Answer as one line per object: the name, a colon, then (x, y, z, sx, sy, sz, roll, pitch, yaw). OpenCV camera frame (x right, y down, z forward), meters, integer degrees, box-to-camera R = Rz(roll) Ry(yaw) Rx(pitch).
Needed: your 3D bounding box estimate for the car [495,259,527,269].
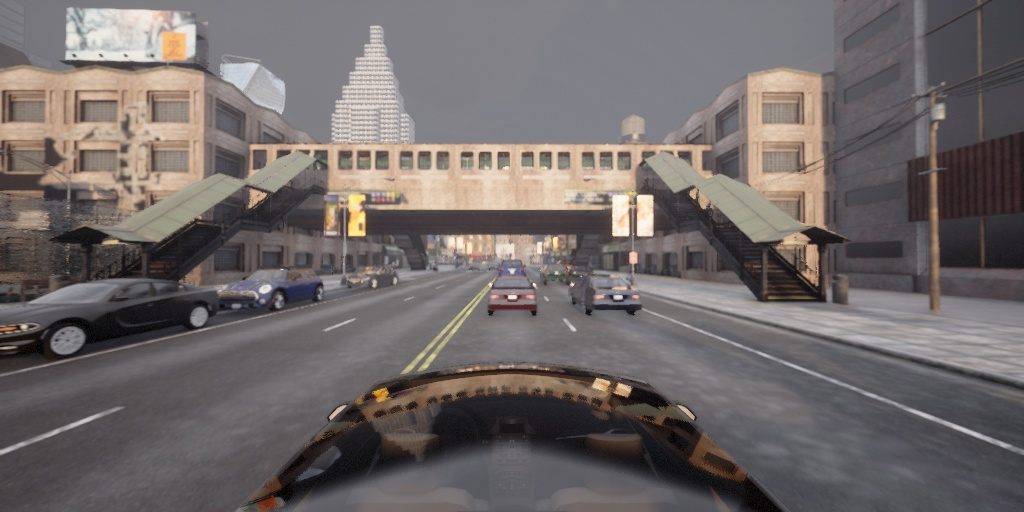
car: (0.018, 1.278, 29.402, 2.150, 2.045, 5.566, 0, 0, 0)

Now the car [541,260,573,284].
car: (3.537, 1.413, 30.257, 2.097, 1.767, 4.553, 0, -1, 1)

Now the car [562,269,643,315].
car: (3.510, 1.436, 14.349, 2.033, 1.411, 5.357, 0, -1, 0)

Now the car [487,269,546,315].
car: (0.012, 1.436, 14.372, 2.033, 1.411, 5.357, 0, -1, 0)
